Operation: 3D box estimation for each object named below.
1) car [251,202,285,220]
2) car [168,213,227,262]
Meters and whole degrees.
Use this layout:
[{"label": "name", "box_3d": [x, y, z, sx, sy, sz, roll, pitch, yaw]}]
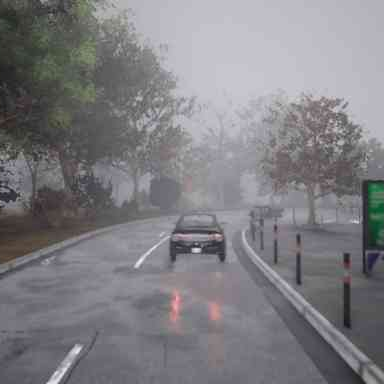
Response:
[{"label": "car", "box_3d": [7.068, 1.678, 30.655, 2.128, 1.511, 4.902, 0, -1, 33]}, {"label": "car", "box_3d": [0.273, 1.535, 12.339, 2.128, 1.511, 4.902, 0, 0, 3]}]
